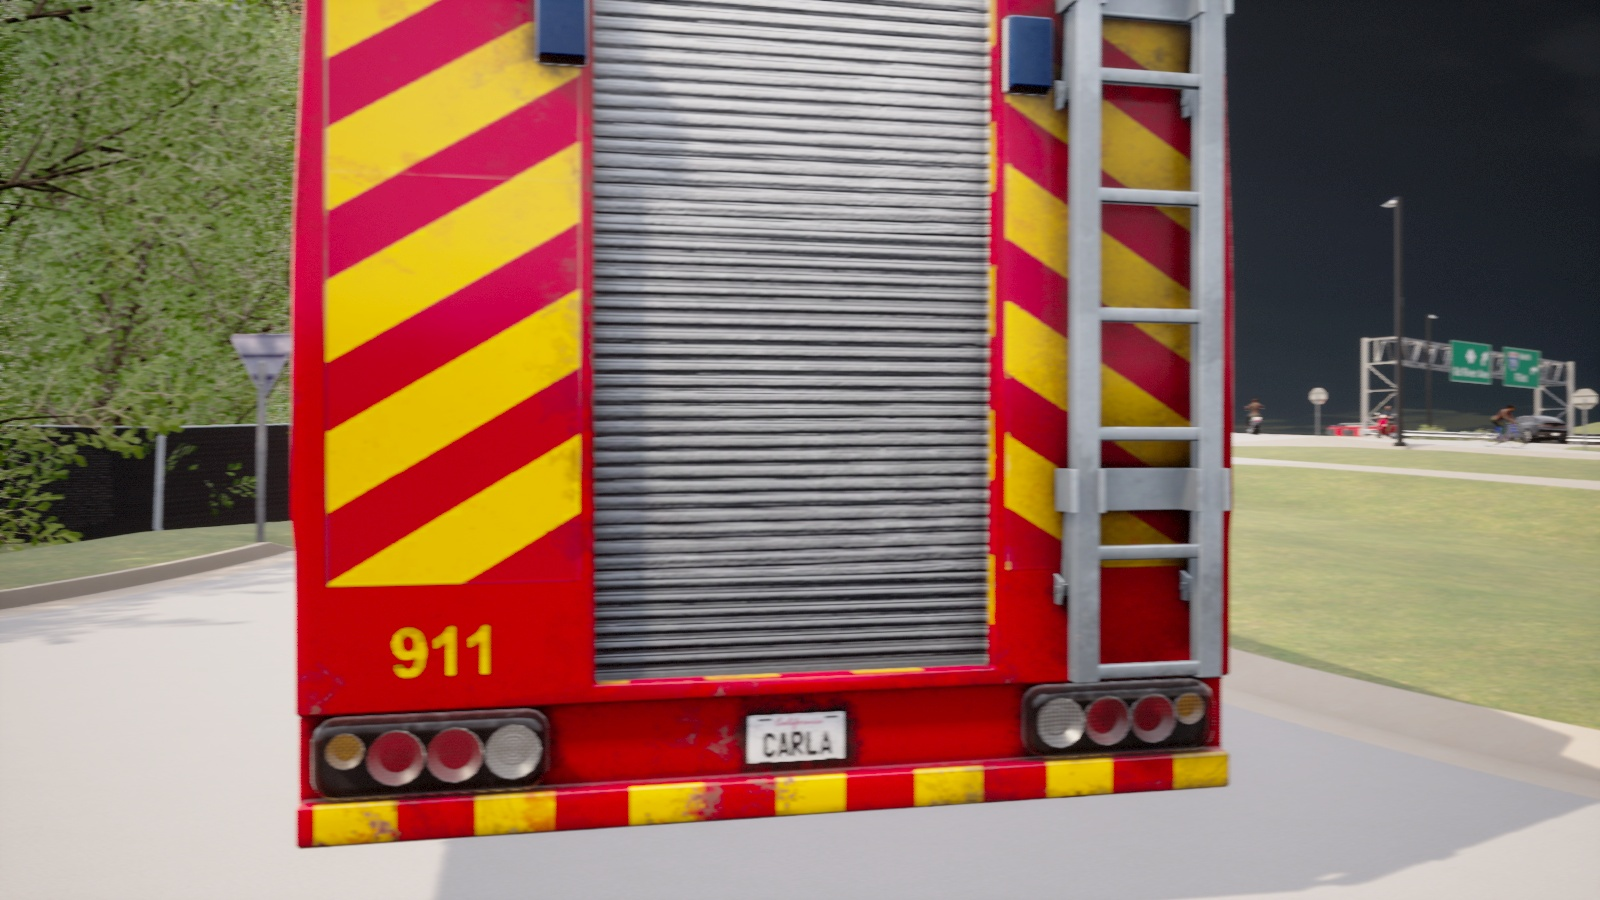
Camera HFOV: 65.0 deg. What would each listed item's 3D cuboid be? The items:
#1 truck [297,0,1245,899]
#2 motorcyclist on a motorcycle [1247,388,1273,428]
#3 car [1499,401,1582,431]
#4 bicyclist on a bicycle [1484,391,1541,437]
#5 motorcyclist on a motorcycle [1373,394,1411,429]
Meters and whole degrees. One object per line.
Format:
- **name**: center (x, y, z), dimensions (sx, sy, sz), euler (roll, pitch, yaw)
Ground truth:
- **truck**: center (-0.884, -0.463, 7.957), dimensions (2.891, 3.827, 8.468), euler (-1, 1, -12)
- **motorcyclist on a motorcycle**: center (19.768, -1.800, 54.012), dimensions (0.766, 1.649, 2.350), euler (0, 2, 14)
- **car**: center (39.555, -1.799, 67.244), dimensions (1.837, 1.490, 4.892), euler (2, 1, 5)
- **bicyclist on a bicycle**: center (26.357, -1.341, 46.482), dimensions (0.582, 1.620, 1.656), euler (0, 3, -35)
- **motorcyclist on a motorcycle**: center (27.570, -1.777, 58.469), dimensions (1.817, 1.590, 0.866), euler (0, 3, -39)
